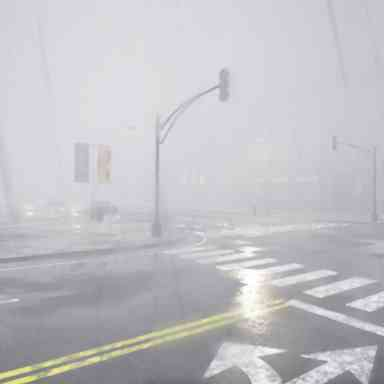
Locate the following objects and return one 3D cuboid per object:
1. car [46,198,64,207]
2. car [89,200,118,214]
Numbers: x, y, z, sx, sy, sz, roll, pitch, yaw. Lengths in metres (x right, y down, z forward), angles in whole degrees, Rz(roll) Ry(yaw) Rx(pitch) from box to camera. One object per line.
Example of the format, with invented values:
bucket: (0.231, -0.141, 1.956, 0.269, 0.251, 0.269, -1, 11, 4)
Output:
car: (-21.651, 1.673, 52.527, 1.895, 1.301, 4.718, 1, 0, -36)
car: (-9.529, 1.665, 35.616, 1.837, 1.490, 4.892, 1, 0, -36)
